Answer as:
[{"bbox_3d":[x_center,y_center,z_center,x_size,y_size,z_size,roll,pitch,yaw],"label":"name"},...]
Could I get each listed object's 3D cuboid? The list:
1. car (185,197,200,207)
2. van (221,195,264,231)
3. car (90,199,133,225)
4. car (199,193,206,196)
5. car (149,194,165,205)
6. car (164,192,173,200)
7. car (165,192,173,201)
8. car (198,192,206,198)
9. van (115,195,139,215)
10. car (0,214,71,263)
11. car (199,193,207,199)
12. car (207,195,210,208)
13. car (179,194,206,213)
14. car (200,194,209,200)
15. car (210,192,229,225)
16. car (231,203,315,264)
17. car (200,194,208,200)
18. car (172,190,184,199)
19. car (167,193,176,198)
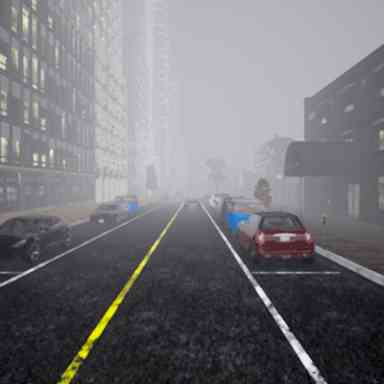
[{"bbox_3d":[0.062,1.312,45.295,1.895,1.301,4.718,0,0,0],"label":"car"},{"bbox_3d":[2.690,1.231,17.185,1.690,1.788,3.998,-1,0,0],"label":"van"},{"bbox_3d":[-5.648,1.419,22.893,1.947,1.339,4.313,-1,0,0],"label":"car"},{"bbox_3d":[2.735,1.170,62.338,1.947,1.339,4.313,-1,0,0],"label":"car"},{"bbox_3d":[-5.624,1.201,50.942,1.752,1.417,4.829,-1,0,0],"label":"car"},{"bbox_3d":[-5.599,0.938,79.332,1.967,1.590,4.097,-1,0,0],"label":"car"},{"bbox_3d":[-5.608,1.134,68.044,1.947,1.339,4.313,-1,0,0],"label":"car"},{"bbox_3d":[2.757,0.868,90.557,1.967,1.590,4.097,-1,0,0],"label":"car"},{"bbox_3d":[-5.646,1.158,28.535,1.690,1.788,3.998,-1,0,0],"label":"van"},{"bbox_3d":[-5.658,1.491,11.604,1.947,1.339,4.313,-1,0,0],"label":"car"},{"bbox_3d":[2.754,0.987,85.083,1.752,1.417,4.829,-1,0,0],"label":"car"},{"bbox_3d":[3.140,0.988,37.477,2.150,2.045,5.566,0,0,0],"label":"car"},{"bbox_3d":[0.033,1.274,34.034,2.128,1.511,4.902,0,0,0],"label":"car"},{"bbox_3d":[2.744,1.078,73.626,1.887,1.381,4.507,-1,0,0],"label":"car"},{"bbox_3d":[2.695,1.168,22.829,2.192,1.841,5.009,-1,0,0],"label":"car"},{"bbox_3d":[2.687,1.366,11.542,1.967,1.590,4.097,-1,0,0],"label":"car"},{"bbox_3d":[2.750,1.080,79.270,1.802,1.307,4.206,-1,0,0],"label":"car"},{"bbox_3d":[-2.931,0.620,76.052,2.150,2.045,5.566,0,0,0],"label":"car"},{"bbox_3d":[-5.588,0.993,90.620,1.947,1.339,4.313,-1,0,0],"label":"car"}]
